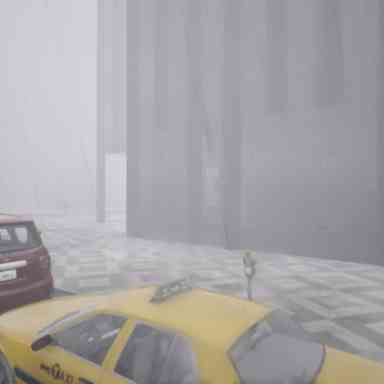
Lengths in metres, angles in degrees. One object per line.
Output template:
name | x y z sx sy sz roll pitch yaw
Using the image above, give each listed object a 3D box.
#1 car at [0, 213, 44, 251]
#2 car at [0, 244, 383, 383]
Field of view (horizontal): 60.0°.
car | -4.671 1.311 6.299 5.009 1.841 2.192 0 0 36
car | -0.395 1.524 3.245 4.829 1.417 1.752 0 0 36
